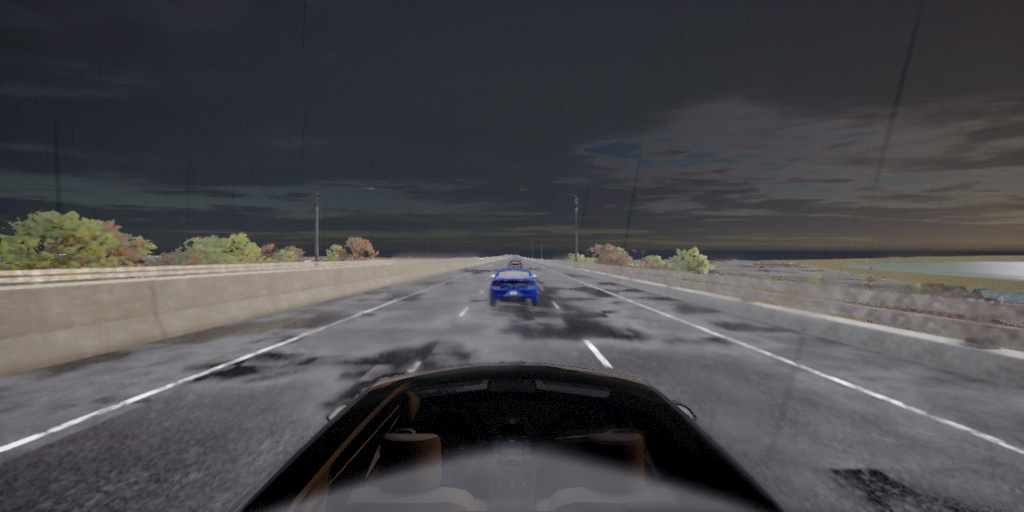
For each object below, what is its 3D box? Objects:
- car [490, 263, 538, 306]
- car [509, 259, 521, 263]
[{"bbox_3d":[0.082,1.239,15.870,1.882,1.535,5.008,0,0,0],"label":"car"},{"bbox_3d":[0.390,1.305,44.685,1.837,1.490,4.892,0,0,0],"label":"car"}]
